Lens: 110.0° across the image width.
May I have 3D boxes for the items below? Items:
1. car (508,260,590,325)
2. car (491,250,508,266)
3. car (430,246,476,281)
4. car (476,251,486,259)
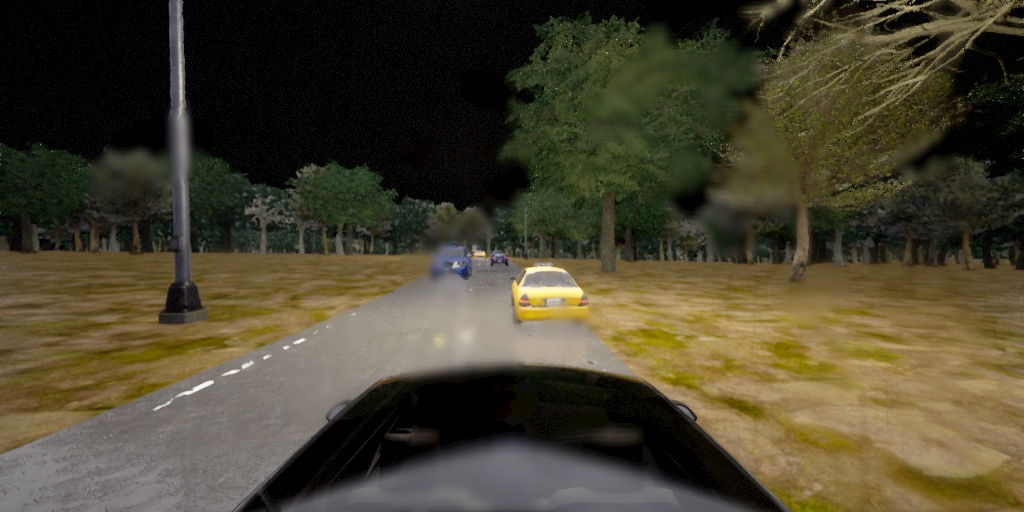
[{"bbox_3d":[0.913,0.959,10.722,1.801,1.575,5.366,0,2,-2],"label":"car"},{"bbox_3d":[-1.422,0.301,40.716,1.812,1.442,4.674,0,1,-3],"label":"car"},{"bbox_3d":[-3.751,0.401,23.049,2.150,2.045,5.566,0,1,-3],"label":"car"},{"bbox_3d":[-5.693,-0.216,64.346,1.882,1.535,5.008,0,1,-2],"label":"car"}]
